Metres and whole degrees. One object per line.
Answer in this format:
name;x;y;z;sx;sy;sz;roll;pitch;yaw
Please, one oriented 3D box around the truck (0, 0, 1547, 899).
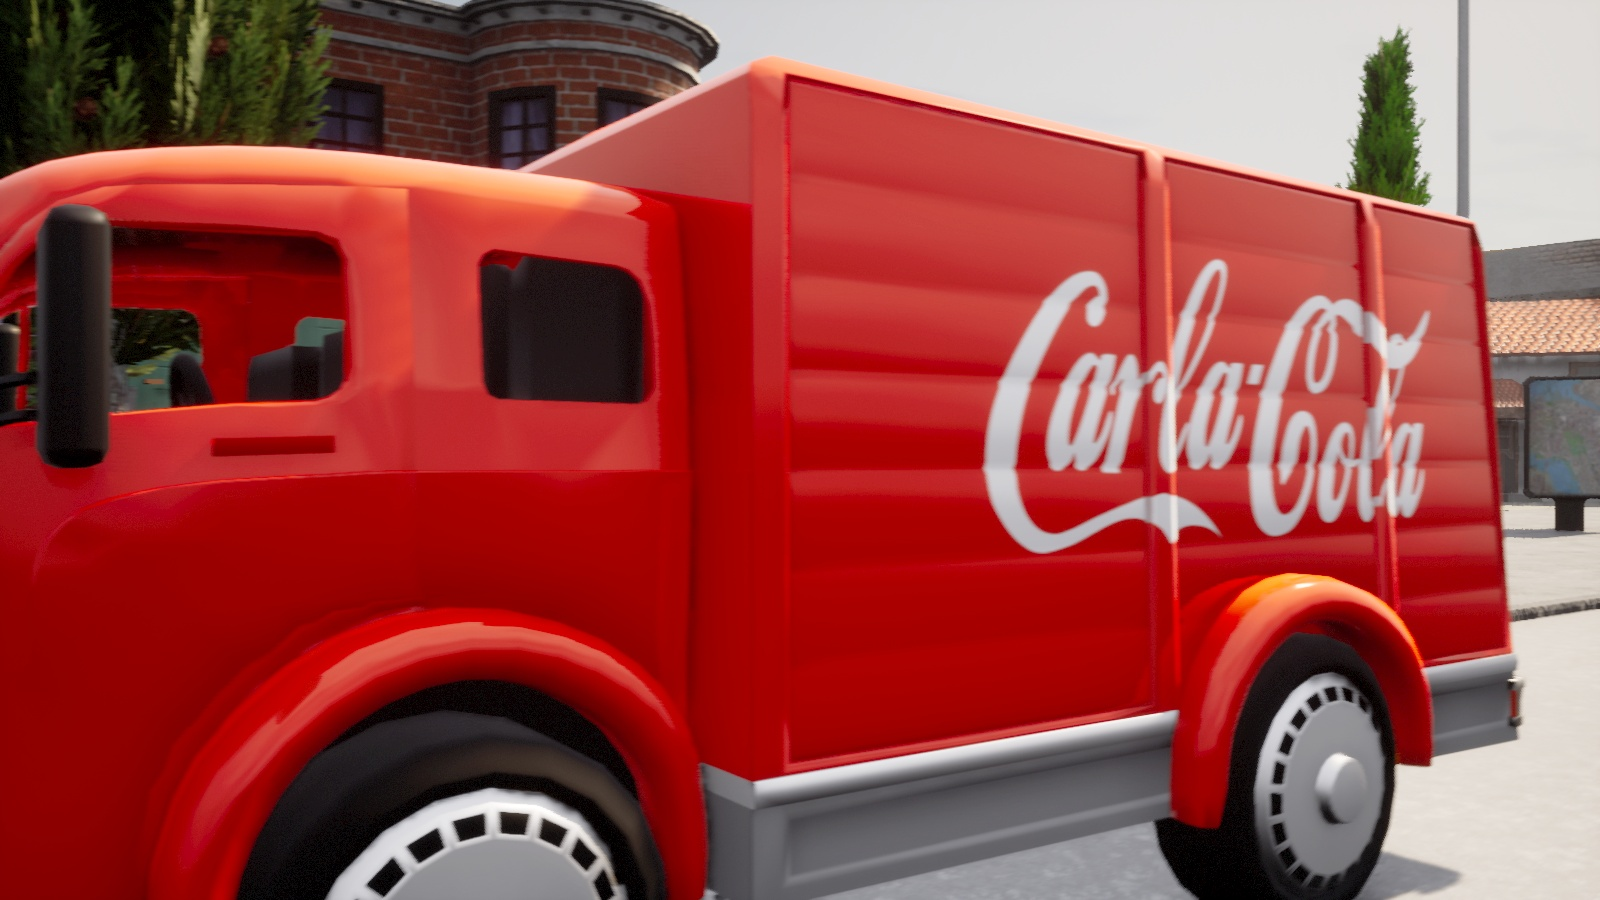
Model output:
truck;-0.186;0.269;4.139;5.204;2.467;2.627;0;0;-35
